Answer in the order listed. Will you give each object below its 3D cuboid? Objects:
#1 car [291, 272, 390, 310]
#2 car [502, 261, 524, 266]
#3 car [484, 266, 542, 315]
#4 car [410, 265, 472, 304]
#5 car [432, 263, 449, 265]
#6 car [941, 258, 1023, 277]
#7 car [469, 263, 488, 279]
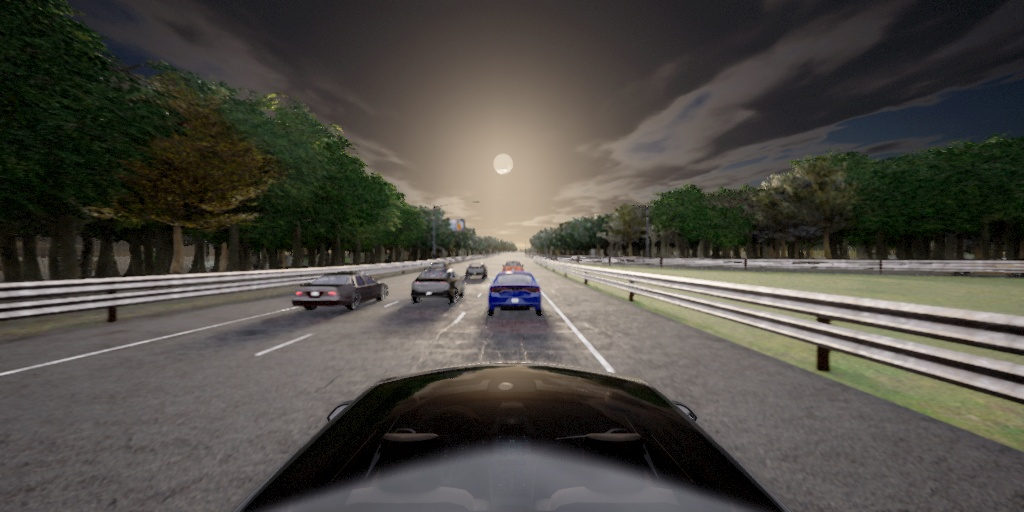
[{"bbox_3d":[-6.896,1.389,15.068,2.033,1.411,5.357,0,0,0],"label":"car"},{"bbox_3d":[0.105,1.238,34.695,2.097,1.767,4.553,0,0,0],"label":"car"},{"bbox_3d":[0.101,1.313,14.142,1.882,1.535,5.008,0,0,0],"label":"car"},{"bbox_3d":[-3.399,1.346,17.106,2.128,1.511,4.902,0,0,0],"label":"car"},{"bbox_3d":[-6.893,1.390,34.959,1.837,1.490,4.892,0,0,0],"label":"car"},{"bbox_3d":[40.255,0.938,30.279,5.366,1.575,1.801,0,-1,41],"label":"car"},{"bbox_3d":[-3.394,1.376,34.917,2.128,1.511,4.902,0,0,0],"label":"car"}]
